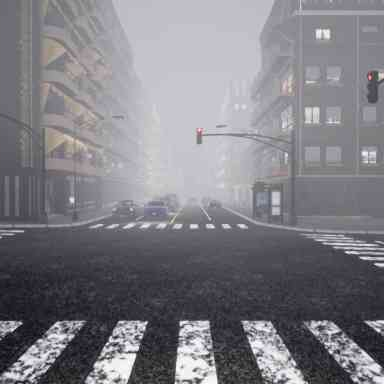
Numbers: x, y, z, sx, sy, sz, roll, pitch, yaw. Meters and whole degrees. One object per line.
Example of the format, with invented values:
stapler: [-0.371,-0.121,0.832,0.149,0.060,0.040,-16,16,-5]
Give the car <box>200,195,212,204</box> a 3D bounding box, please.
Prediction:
car: [2.644,1.437,63.035,1.967,1.590,4.097,0,0,0]

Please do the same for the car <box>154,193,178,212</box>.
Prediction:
car: [-3.114,1.349,38.913,2.097,1.767,4.553,0,0,0]

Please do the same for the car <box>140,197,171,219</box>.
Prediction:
car: [-3.108,1.475,29.285,1.882,1.535,5.008,0,0,-1]

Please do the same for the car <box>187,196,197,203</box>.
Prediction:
car: [0.051,1.561,69.704,1.994,1.385,4.181,0,0,0]

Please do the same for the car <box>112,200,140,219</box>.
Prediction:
car: [-5.713,1.438,29.202,1.967,1.590,4.097,0,0,0]

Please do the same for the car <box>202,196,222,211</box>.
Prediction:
car: [2.660,1.548,40.480,2.008,1.369,4.403,0,0,0]

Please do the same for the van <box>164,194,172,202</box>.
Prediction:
van: [-5.748,1.337,79.951,1.690,1.788,3.998,0,0,0]

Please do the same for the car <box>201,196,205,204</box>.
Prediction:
car: [2.656,1.542,46.118,1.887,1.381,4.507,0,0,0]

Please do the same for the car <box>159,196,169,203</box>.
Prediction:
car: [-5.740,1.522,68.503,1.752,1.417,4.829,0,0,0]

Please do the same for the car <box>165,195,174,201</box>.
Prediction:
car: [-5.751,1.546,85.590,2.008,1.369,4.403,0,0,0]

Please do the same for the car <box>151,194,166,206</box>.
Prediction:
car: [-5.733,1.312,57.395,2.192,1.841,5.009,0,0,0]
